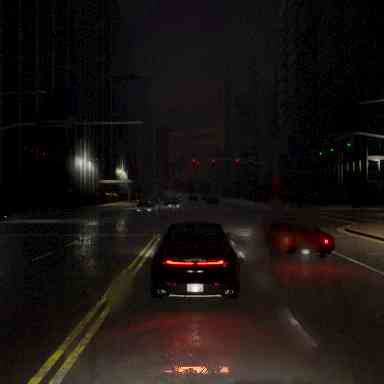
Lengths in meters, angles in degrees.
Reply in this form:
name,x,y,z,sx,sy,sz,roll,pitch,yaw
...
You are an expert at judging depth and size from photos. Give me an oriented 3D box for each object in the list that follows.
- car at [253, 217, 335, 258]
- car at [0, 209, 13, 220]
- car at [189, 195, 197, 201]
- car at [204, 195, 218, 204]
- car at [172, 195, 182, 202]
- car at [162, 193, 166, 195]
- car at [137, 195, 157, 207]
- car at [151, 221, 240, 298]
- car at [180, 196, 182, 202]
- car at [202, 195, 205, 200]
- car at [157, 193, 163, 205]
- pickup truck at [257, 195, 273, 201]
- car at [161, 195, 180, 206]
name,x,y,z,sx,sy,sz,roll,pitch,yaw
car,3.619,1.601,12.758,1.895,1.301,4.718,0,0,0
car,-16.506,1.601,25.643,4.718,1.301,1.895,0,0,1
car,0.243,1.487,80.031,1.837,1.490,4.892,0,0,0
car,3.791,1.477,62.862,1.882,1.535,5.008,0,0,0
car,-3.275,1.478,74.194,1.882,1.535,5.008,0,0,0
car,-6.775,1.225,74.208,2.150,2.045,5.566,0,0,0
car,-6.939,1.352,49.977,2.097,1.767,4.553,0,0,0
car,0.084,1.505,8.502,1.837,1.490,4.892,0,0,1
car,-3.361,1.600,63.240,1.895,1.301,4.718,0,0,1
car,3.776,1.552,90.510,1.994,1.385,4.181,0,0,0
car,-6.887,1.504,60.381,1.837,1.490,4.892,0,0,1
pickup truck,16.851,1.059,75.811,2.390,2.098,6.274,0,0,31
car,-3.417,1.564,53.951,1.994,1.385,4.181,0,0,0
